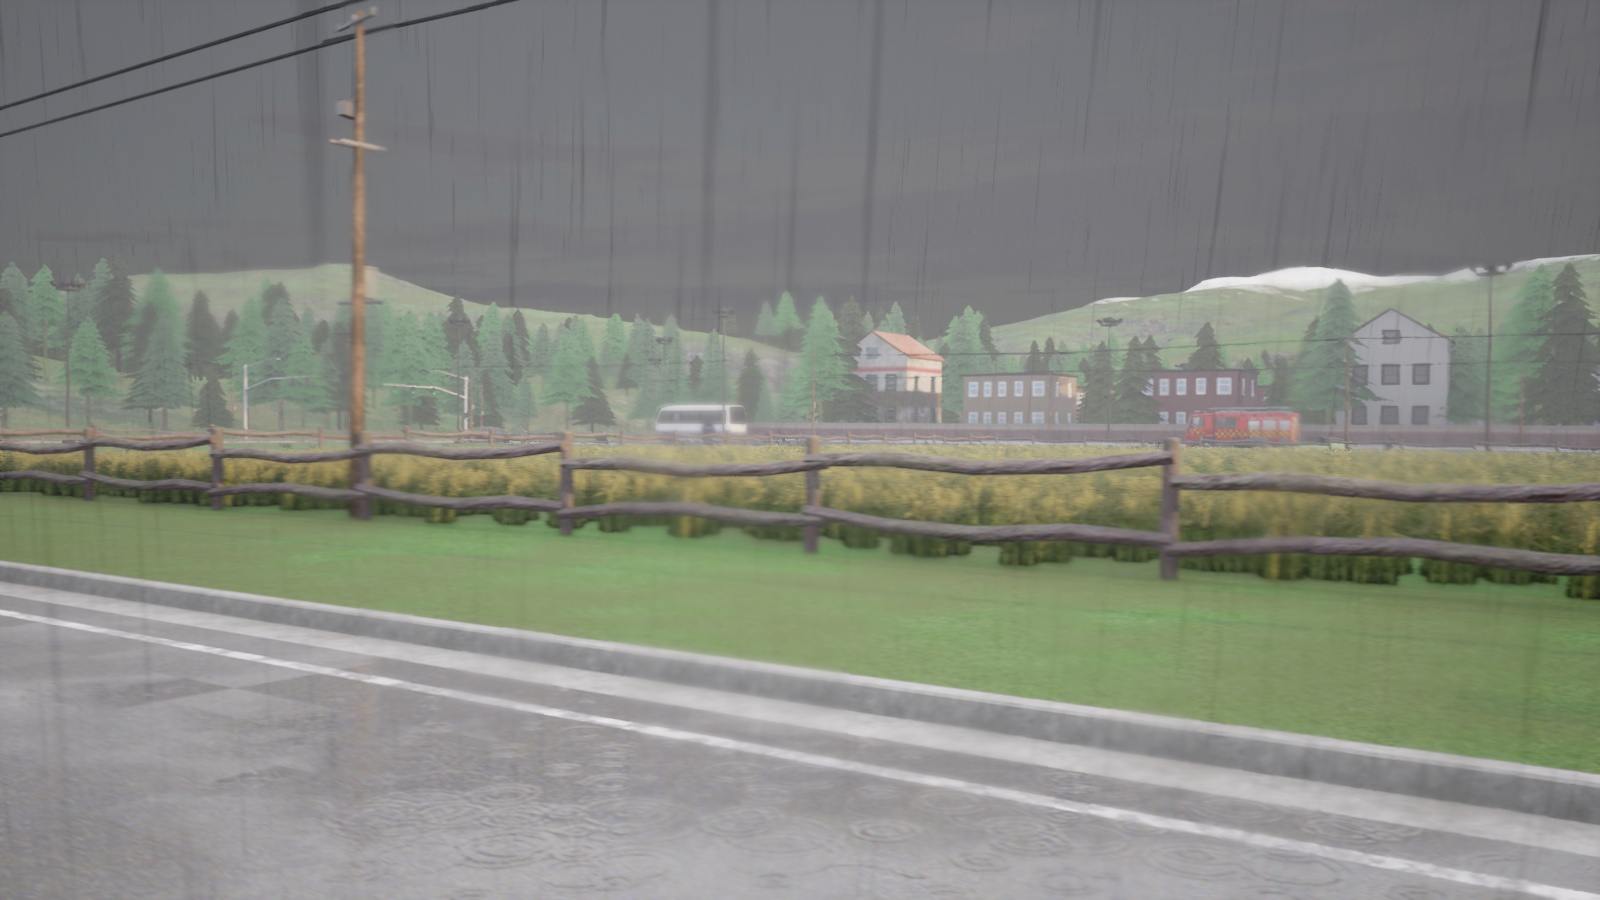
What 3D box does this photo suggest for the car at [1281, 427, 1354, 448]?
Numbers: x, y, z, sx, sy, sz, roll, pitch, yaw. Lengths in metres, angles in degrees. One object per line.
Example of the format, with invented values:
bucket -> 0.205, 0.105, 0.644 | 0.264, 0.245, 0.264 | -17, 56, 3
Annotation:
car -> 37.329, -0.906, 90.582 | 4.514, 1.525, 2.007 | 0, 1, 34

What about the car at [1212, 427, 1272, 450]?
car -> 31.726, -0.820, 90.127 | 3.705, 1.549, 1.789 | 0, 1, 34
